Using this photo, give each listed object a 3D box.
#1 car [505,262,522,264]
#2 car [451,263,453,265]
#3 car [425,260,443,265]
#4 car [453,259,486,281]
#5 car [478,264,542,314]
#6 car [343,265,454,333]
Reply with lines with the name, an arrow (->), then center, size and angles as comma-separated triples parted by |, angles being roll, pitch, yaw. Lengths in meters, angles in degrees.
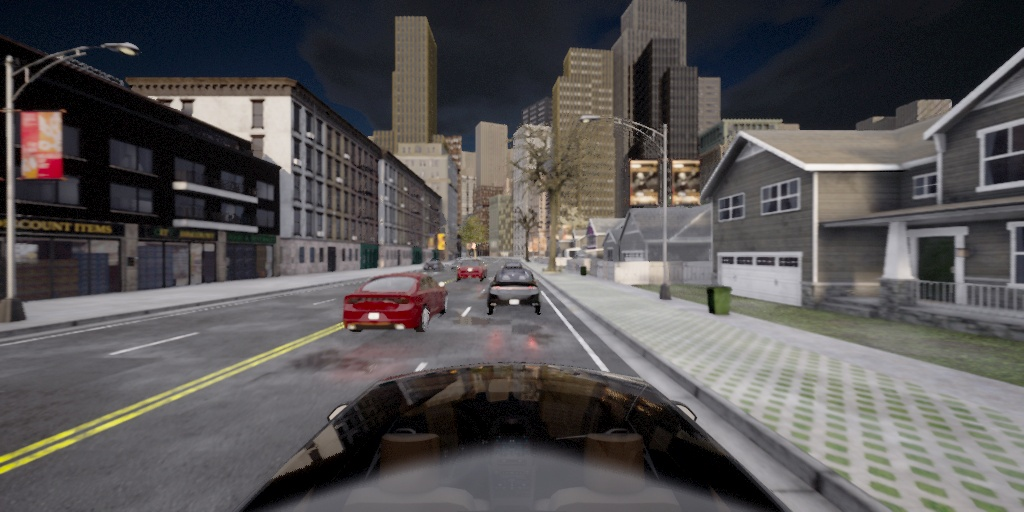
car -> 0.090, 1.210, 29.407 | 2.128, 1.511, 4.902 | 0, 0, 0
car -> -6.577, 1.183, 45.631 | 2.128, 1.511, 4.902 | 0, 0, 0
car -> -9.827, 1.256, 45.207 | 1.994, 1.385, 4.181 | 0, 0, 0
car -> -3.160, 1.071, 29.185 | 2.097, 1.767, 4.553 | 0, 0, 0
car -> 0.085, 1.229, 13.700 | 2.128, 1.511, 4.902 | 0, 0, 0
car -> -3.177, 1.218, 10.755 | 1.882, 1.535, 5.008 | 0, 0, 0
